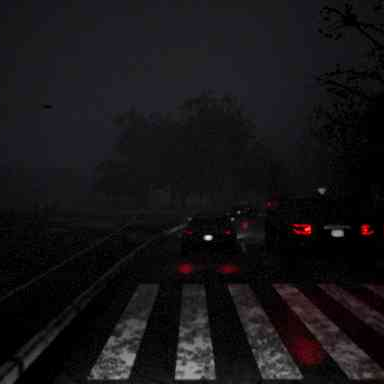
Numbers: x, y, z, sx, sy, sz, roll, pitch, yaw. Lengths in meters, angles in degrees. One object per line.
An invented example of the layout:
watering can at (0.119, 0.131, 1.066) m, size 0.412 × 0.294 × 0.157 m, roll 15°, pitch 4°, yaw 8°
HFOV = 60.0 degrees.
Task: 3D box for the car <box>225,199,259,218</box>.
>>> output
car at (4.469, 1.427, 28.327) m, size 1.812 × 1.442 × 4.674 m, roll -1°, pitch -1°, yaw 20°

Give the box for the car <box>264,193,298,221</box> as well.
car at (7.224, 1.092, 26.567) m, size 2.150 × 2.045 × 5.566 m, roll -1°, pitch 0°, yaw 20°

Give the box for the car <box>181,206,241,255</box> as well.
car at (0.726, 1.477, 13.046) m, size 1.994 × 1.385 × 4.181 m, roll 0°, pitch 0°, yaw 6°

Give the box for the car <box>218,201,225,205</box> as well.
car at (8.277, 2.412, 76.161) m, size 4.674 × 1.442 × 1.812 m, roll -1°, pitch -2°, yaw 37°

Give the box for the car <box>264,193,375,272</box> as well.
car at (3.735, 1.133, 10.748) m, size 2.150 × 2.045 × 5.566 m, roll 0°, pitch -1°, yaw 4°
